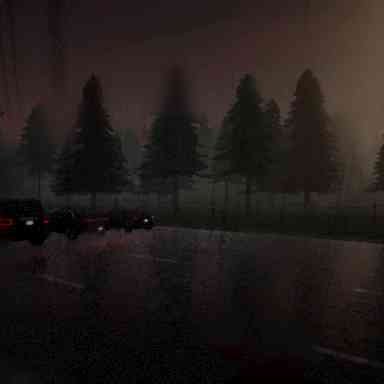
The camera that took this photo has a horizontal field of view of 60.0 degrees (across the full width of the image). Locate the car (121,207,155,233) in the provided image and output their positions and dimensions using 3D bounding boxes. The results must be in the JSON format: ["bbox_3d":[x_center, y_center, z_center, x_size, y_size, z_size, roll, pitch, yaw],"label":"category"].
[{"bbox_3d":[-4.204,1.570,19.765,4.181,1.385,1.994,0,0,36],"label":"car"}]

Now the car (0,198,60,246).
[{"bbox_3d":[-8.293,1.255,14.084,5.566,2.045,2.150,0,0,36],"label":"car"}]

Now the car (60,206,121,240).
[{"bbox_3d":[-6.236,1.492,16.916,4.902,1.511,2.128,0,0,36],"label":"car"}]
